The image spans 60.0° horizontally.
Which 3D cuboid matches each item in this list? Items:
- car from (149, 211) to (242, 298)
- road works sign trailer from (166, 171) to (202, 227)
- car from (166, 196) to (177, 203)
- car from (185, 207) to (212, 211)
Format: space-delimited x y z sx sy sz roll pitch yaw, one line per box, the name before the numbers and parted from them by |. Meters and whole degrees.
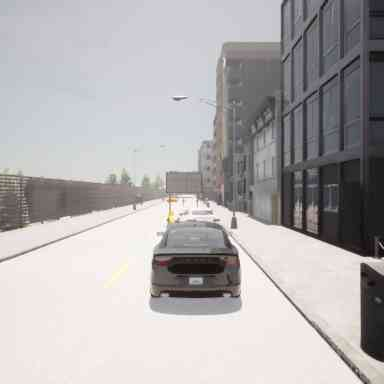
car | 0.072 1.478 8.560 1.882 1.535 5.008 0 0 0
road works sign trailer | -0.563 0.464 21.414 2.380 3.560 2.880 0 0 -17
car | -4.218 1.477 68.873 1.882 1.535 5.008 0 0 0
car | 0.334 1.541 17.916 1.812 1.442 4.674 0 -1 -7
